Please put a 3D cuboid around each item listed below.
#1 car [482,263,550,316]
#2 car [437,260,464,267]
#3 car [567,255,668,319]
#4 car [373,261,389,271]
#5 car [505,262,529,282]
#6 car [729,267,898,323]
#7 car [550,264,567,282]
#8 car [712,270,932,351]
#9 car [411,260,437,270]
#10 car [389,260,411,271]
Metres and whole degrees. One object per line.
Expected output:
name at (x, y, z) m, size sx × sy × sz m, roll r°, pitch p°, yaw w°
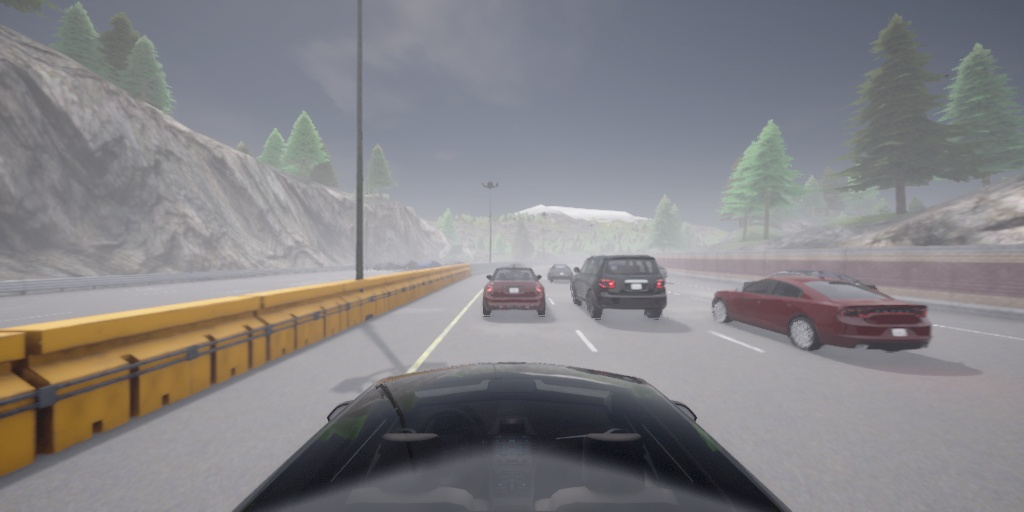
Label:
car at (0.080, 1.113, 13.554) m, size 2.097 × 1.767 × 4.553 m, roll 0°, pitch 0°, yaw 0°
car at (-7.889, 1.285, 48.451) m, size 2.128 × 1.511 × 4.902 m, roll 0°, pitch 0°, yaw 11°
car at (3.578, 0.979, 12.952) m, size 2.150 × 2.045 × 5.566 m, roll 0°, pitch 0°, yaw 0°
car at (-18.033, 1.362, 51.294) m, size 1.994 × 1.385 × 4.181 m, roll 0°, pitch 0°, yaw 11°
car at (0.493, 1.300, 29.970) m, size 1.812 × 1.442 × 4.674 m, roll 0°, pitch 0°, yaw 4°
car at (10.579, 1.249, 13.250) m, size 2.128 × 1.511 × 4.902 m, roll 0°, pitch 0°, yaw 0°
car at (3.971, 1.336, 29.543) m, size 1.994 × 1.385 × 4.181 m, roll 0°, pitch 0°, yaw 4°
car at (7.058, 1.232, 8.996) m, size 1.882 × 1.535 × 5.008 m, roll 0°, pitch 0°, yaw 0°
car at (-11.366, 1.271, 48.942) m, size 1.882 × 1.535 × 5.008 m, roll 0°, pitch 0°, yaw 11°
car at (-14.695, 1.273, 50.140) m, size 1.882 × 1.535 × 5.008 m, roll 0°, pitch 0°, yaw 11°
